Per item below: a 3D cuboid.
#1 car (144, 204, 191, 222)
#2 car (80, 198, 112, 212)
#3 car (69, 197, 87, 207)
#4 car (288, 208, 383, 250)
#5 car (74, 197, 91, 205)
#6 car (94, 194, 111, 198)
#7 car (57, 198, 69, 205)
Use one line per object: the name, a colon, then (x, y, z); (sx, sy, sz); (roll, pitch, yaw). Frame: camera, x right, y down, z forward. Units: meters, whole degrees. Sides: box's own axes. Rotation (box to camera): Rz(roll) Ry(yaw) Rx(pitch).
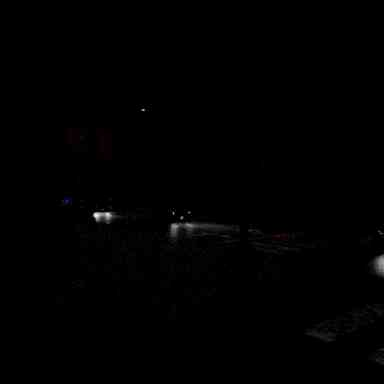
car: (-2.051, 1.684, 27.081); (1.895, 1.301, 4.718); (0, 0, -36)
car: (-11.701, 1.748, 40.584); (1.895, 1.301, 4.718); (0, 0, -36)
car: (-18.930, 1.817, 56.570); (1.895, 1.301, 4.718); (0, 0, -36)
car: (6.683, 1.502, 14.894); (1.882, 1.535, 5.008); (0, 0, -36)
car: (-21.798, 1.758, 66.151); (1.837, 1.490, 4.892); (0, 0, -36)
car: (-15.847, 1.441, 57.840); (2.150, 2.045, 5.566); (0, 0, -35)
car: (-25.068, 1.817, 65.134); (1.994, 1.385, 4.181); (0, 0, -36)
